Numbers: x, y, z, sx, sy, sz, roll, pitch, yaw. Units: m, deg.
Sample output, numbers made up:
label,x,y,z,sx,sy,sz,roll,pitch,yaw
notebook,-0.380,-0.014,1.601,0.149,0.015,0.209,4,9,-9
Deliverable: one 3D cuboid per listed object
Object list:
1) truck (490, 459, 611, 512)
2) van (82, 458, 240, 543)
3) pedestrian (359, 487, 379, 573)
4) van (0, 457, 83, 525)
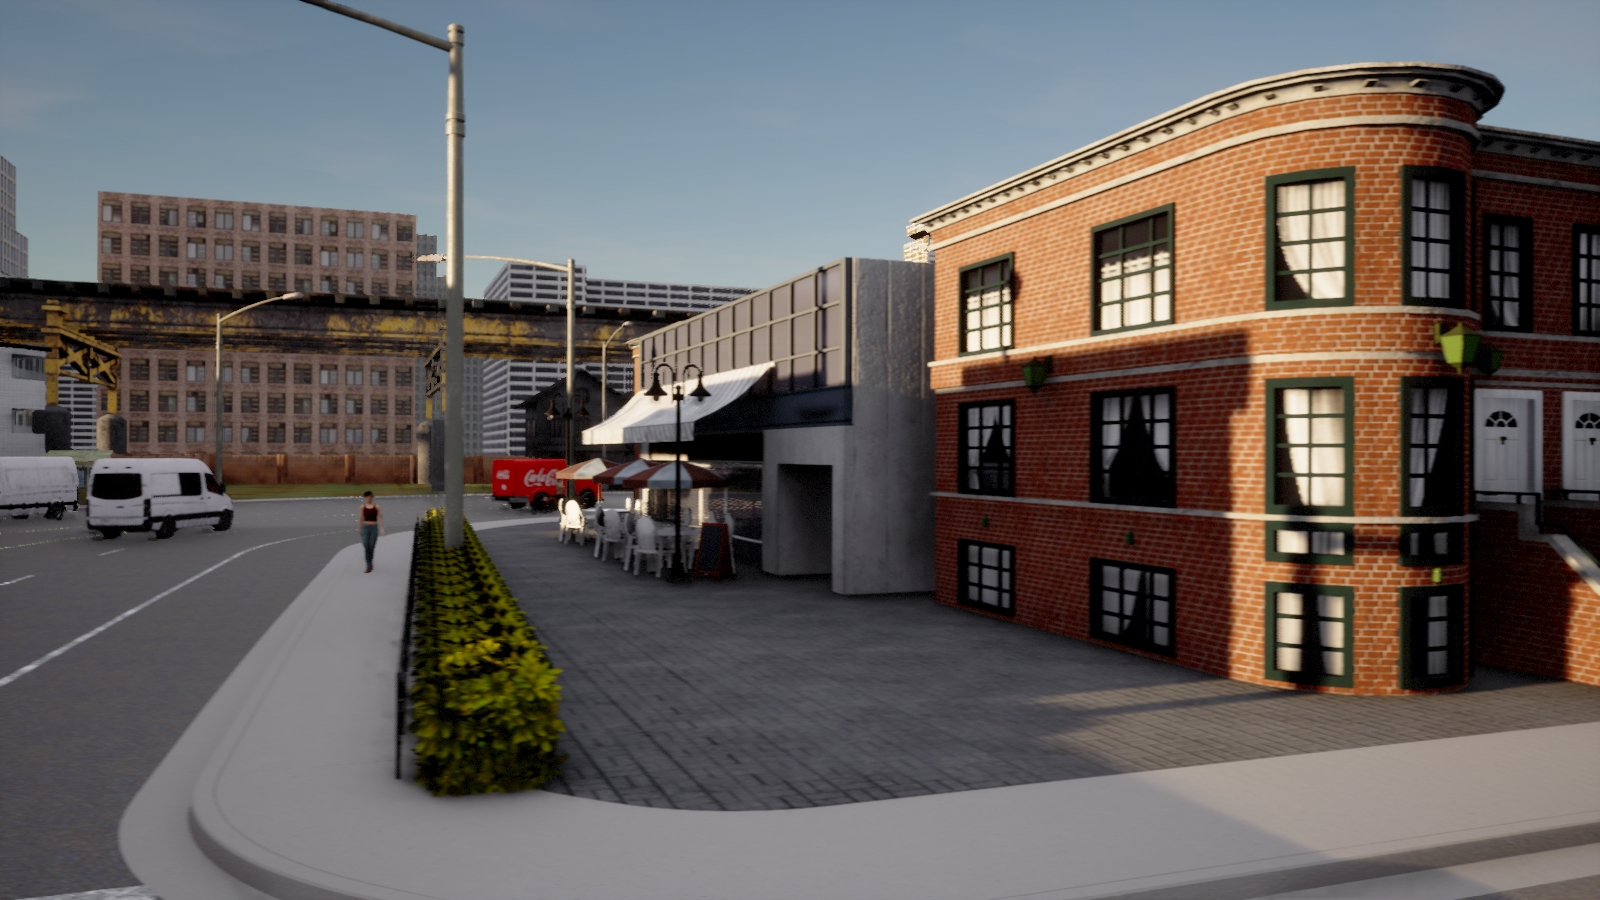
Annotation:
label,x,y,z,sx,sy,sz,roll,pitch,yaw
truck,-12.274,1.691,56.306,5.204,2.467,2.627,0,-1,-42
van,-21.088,1.571,38.091,1.988,2.561,5.915,0,0,-1
pedestrian,-9.452,1.739,25.075,0.375,1.860,0.375,0,0,-17
van,-31.088,1.551,44.241,1.988,2.561,5.915,0,0,13
